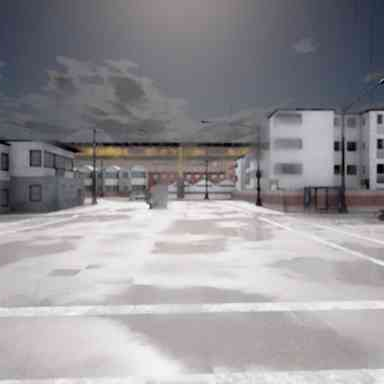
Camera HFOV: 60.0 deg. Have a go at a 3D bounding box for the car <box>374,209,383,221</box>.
[{"bbox_3d":[16.456,1.534,25.302,4.674,1.442,1.812,0,0,1],"label":"car"}]

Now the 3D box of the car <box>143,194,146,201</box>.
[{"bbox_3d":[-5.698,1.013,49.949,1.837,1.490,4.892,0,1,-16],"label":"car"}]

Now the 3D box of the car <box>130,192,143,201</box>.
[{"bbox_3d":[-9.664,0.798,59.488,1.812,1.442,4.674,0,1,-30],"label":"car"}]

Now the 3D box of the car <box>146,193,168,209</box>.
[{"bbox_3d":[-4.029,1.092,40.039,2.097,1.767,4.553,0,1,-5],"label":"car"}]
